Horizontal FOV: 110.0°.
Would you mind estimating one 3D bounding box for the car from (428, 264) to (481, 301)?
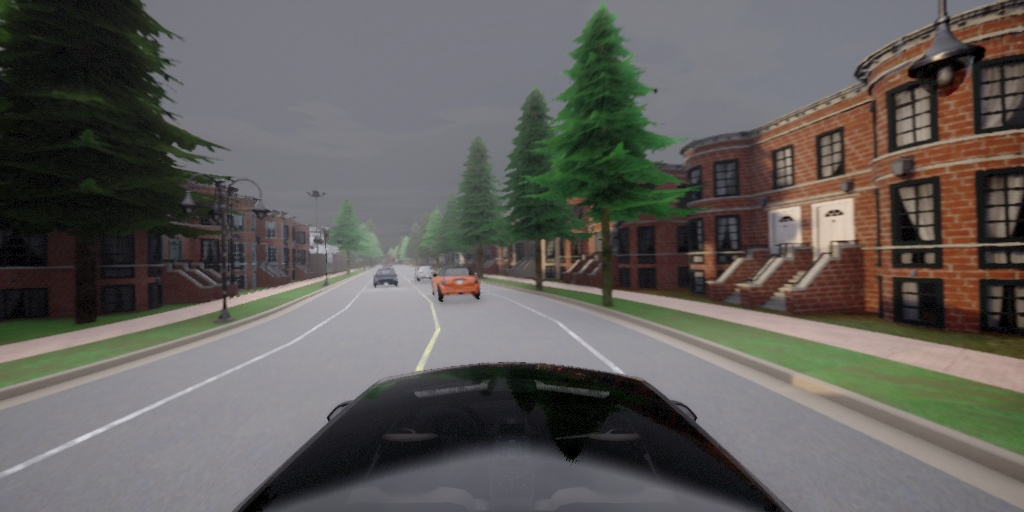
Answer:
[{"bbox_3d":[-3.115,1.308,19.307,2.097,1.767,4.553,-1,-1,-17],"label":"car"}]

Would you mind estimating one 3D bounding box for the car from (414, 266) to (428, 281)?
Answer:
[{"bbox_3d":[-8.815,1.747,36.482,1.812,1.442,4.674,-1,0,-19],"label":"car"}]

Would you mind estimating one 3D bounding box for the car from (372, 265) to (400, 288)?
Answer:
[{"bbox_3d":[-10.222,1.744,29.194,2.033,1.411,5.357,-1,0,-19],"label":"car"}]
